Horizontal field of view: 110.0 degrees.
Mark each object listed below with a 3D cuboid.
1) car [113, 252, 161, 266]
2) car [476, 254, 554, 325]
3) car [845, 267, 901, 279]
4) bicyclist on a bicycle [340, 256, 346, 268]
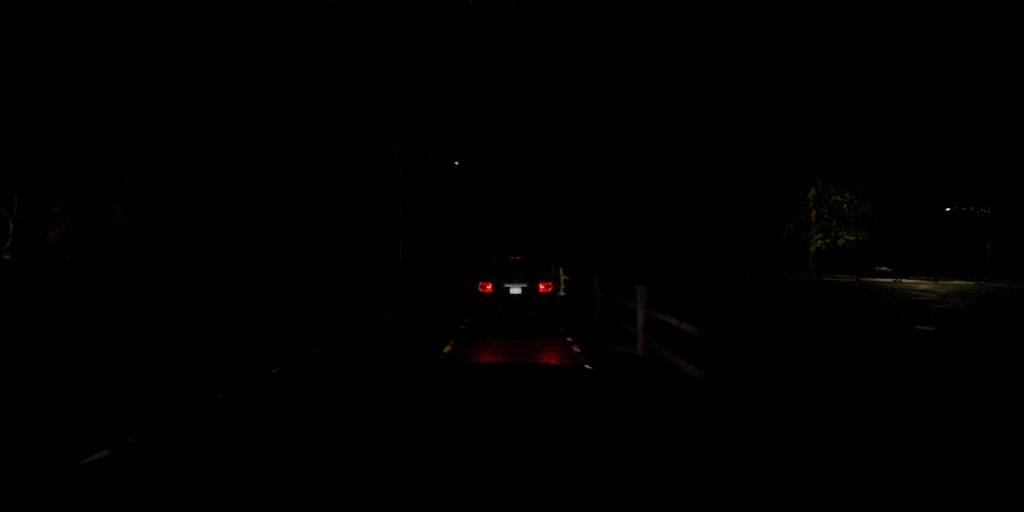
[{"bbox_3d":[-46.709,0.332,44.710,4.553,1.767,2.097,1,0,3],"label":"car"},{"bbox_3d":[0.088,0.960,11.804,2.150,2.045,5.566,0,0,0],"label":"car"},{"bbox_3d":[41.391,1.926,41.177,4.718,1.301,1.895,1,0,3],"label":"car"},{"bbox_3d":[-22.045,0.818,46.797,0.582,1.620,1.656,1,0,2],"label":"bicyclist on a bicycle"}]
